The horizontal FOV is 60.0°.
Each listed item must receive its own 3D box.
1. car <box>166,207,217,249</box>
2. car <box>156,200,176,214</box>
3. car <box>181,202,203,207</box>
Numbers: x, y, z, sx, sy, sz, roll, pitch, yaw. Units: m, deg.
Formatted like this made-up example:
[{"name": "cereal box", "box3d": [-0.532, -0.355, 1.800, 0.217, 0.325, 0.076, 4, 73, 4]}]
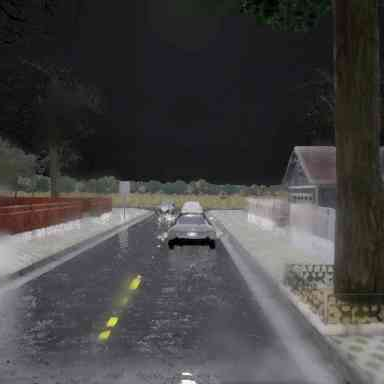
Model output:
[{"name": "car", "box3d": [0.000, 1.587, 14.651, 1.994, 1.385, 4.181, 0, 0, 0]}, {"name": "car", "box3d": [-2.750, 1.591, 35.652, 2.128, 1.511, 4.902, 0, 0, 0]}, {"name": "car", "box3d": [0.000, 1.587, 29.652, 1.812, 1.442, 4.674, 0, 0, 0]}]
